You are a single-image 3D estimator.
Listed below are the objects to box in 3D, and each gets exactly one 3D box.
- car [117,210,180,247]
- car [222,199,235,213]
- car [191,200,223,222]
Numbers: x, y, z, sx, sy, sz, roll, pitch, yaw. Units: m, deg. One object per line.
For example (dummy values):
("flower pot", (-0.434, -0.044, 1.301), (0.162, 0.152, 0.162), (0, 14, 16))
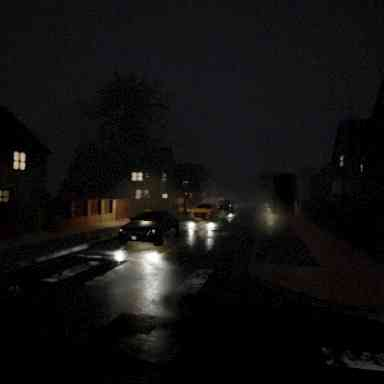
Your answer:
("car", (-1.831, 1.584, 15.706), (1.812, 1.442, 4.674), (1, 0, 13))
("car", (4.275, 1.723, 42.607), (2.097, 1.767, 4.553), (1, -1, 13))
("car", (1.210, 1.672, 29.166), (1.882, 1.535, 5.008), (1, 0, 13))
